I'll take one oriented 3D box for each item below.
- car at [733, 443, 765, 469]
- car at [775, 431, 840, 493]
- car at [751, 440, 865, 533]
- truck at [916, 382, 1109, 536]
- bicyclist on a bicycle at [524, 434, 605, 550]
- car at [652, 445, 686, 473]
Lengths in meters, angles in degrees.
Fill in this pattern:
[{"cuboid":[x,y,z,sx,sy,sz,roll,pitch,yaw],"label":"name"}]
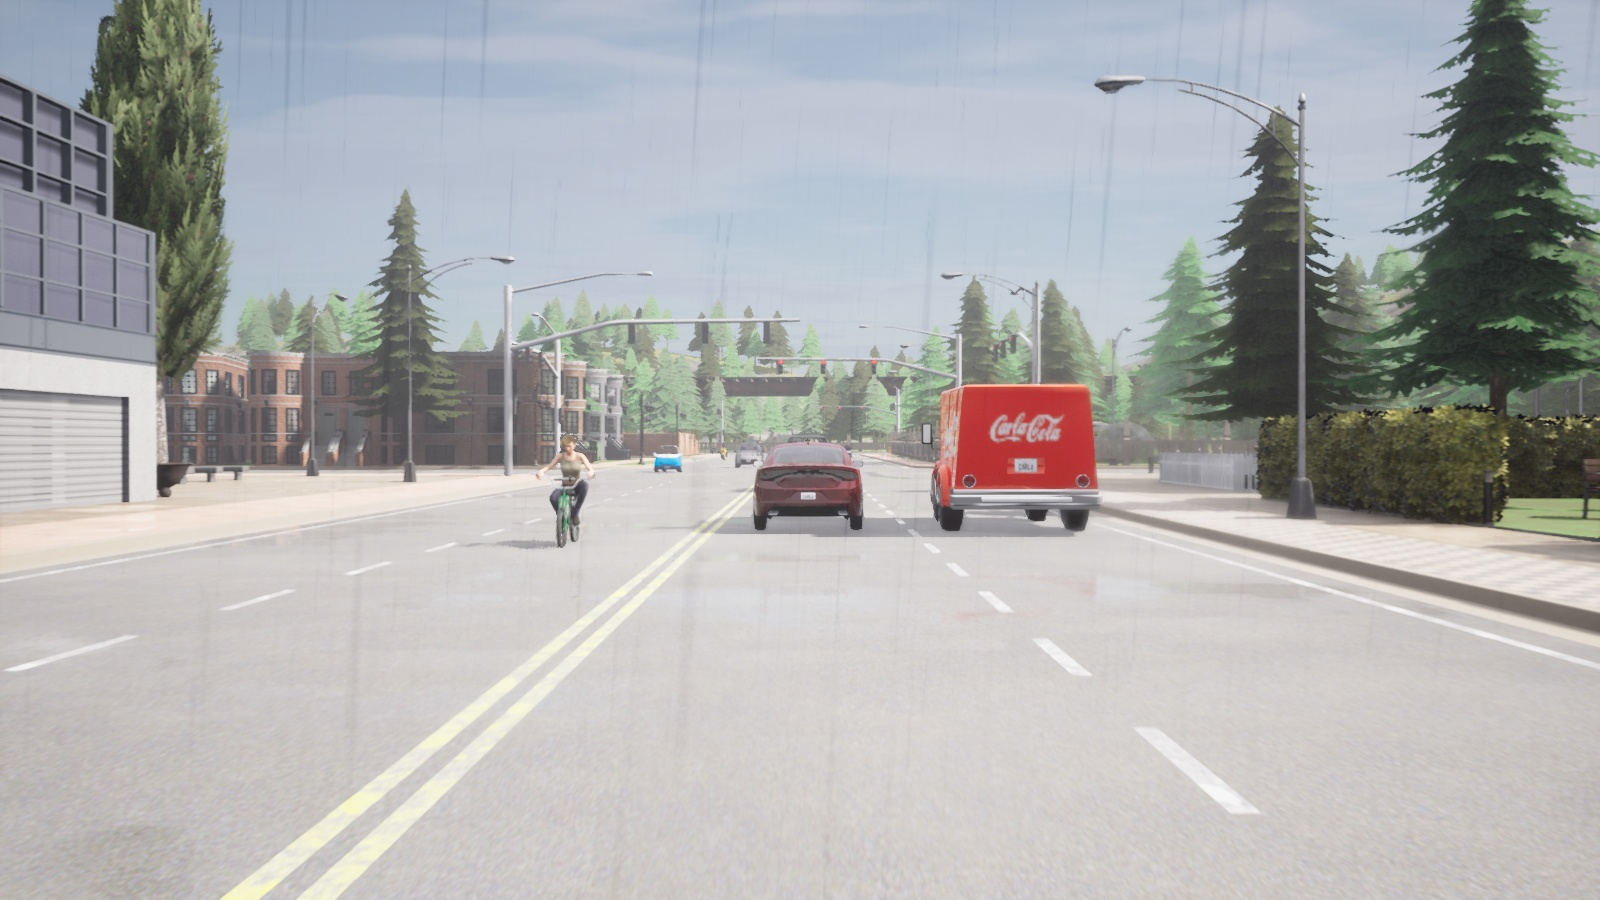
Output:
[{"cuboid":[-3.022,0.336,74.924,1.845,1.501,3.633,0,0,-1],"label":"car"},{"cuboid":[0.243,0.339,39.734,1.932,1.855,4.605,0,0,0],"label":"car"},{"cuboid":[0.149,0.593,23.230,1.882,1.535,5.008,0,0,0],"label":"car"},{"cuboid":[3.646,0.135,22.699,2.627,2.467,5.204,0,0,0],"label":"truck"},{"cuboid":[-3.376,0.578,18.112,0.866,1.612,1.509,0,0,1],"label":"bicyclist on a bicycle"},{"cuboid":[-6.620,0.438,63.434,1.481,1.376,2.207,0,0,0],"label":"car"}]
